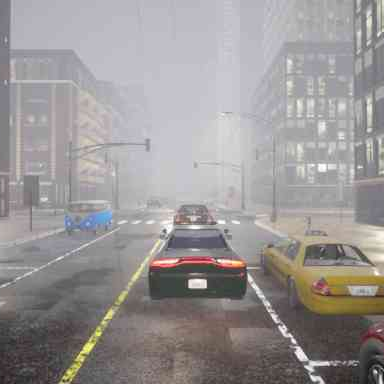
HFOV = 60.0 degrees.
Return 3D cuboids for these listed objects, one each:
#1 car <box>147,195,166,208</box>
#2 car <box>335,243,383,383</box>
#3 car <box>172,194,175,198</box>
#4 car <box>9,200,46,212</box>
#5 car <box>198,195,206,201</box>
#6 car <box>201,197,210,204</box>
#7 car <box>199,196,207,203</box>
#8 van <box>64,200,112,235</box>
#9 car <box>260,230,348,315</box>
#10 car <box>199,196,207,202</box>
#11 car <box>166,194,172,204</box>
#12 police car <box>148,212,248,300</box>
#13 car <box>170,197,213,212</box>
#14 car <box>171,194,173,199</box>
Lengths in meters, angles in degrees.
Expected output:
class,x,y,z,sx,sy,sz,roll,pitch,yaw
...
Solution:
class,x,y,z,sx,sy,sz,roll,pitch,yaw
car,-5.685,1.408,50.859,2.192,1.841,5.009,0,0,0
car,2.706,1.441,1.883,1.967,1.590,4.097,1,0,0
car,-5.689,1.647,79.172,1.967,1.590,4.097,0,0,0
car,-19.056,1.538,37.861,4.507,1.381,1.887,0,-1,0
car,2.691,1.705,90.499,1.967,1.590,4.097,0,0,0
car,2.692,1.680,68.017,1.752,1.417,4.829,0,0,0
car,2.691,1.733,79.342,1.752,1.417,4.829,0,0,0
van,-5.660,1.358,18.453,1.690,1.788,3.998,1,0,0
car,2.707,1.529,7.577,1.752,1.417,4.829,1,0,0
car,2.690,1.802,84.835,1.947,1.339,4.313,0,0,0
car,-5.688,1.720,67.846,1.947,1.339,4.313,0,0,0
police car,0.102,1.509,8.506,2.038,1.542,4.974,0,0,0
car,0.084,1.369,18.616,2.097,1.767,4.553,0,0,0
car,-5.689,1.761,73.508,1.802,1.307,4.206,0,0,0
